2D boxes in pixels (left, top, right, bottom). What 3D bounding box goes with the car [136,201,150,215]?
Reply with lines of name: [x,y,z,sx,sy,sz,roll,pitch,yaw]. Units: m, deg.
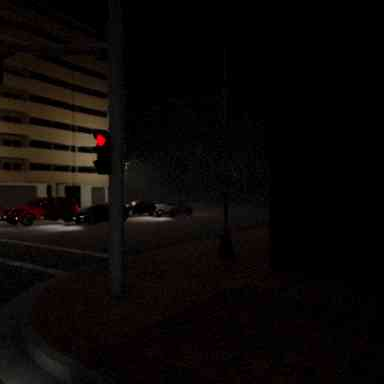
car: [-5.675,1.669,33.560,2.128,1.511,4.902,-1,0,35]

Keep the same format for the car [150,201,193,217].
car: [-1.669,1.678,33.168,1.812,1.442,4.674,-1,0,35]

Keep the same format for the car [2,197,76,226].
car: [-11.372,1.398,25.437,2.150,2.045,5.566,-1,0,35]

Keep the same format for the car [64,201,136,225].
car: [-6.966,1.656,25.628,1.837,1.490,4.892,-1,0,35]
